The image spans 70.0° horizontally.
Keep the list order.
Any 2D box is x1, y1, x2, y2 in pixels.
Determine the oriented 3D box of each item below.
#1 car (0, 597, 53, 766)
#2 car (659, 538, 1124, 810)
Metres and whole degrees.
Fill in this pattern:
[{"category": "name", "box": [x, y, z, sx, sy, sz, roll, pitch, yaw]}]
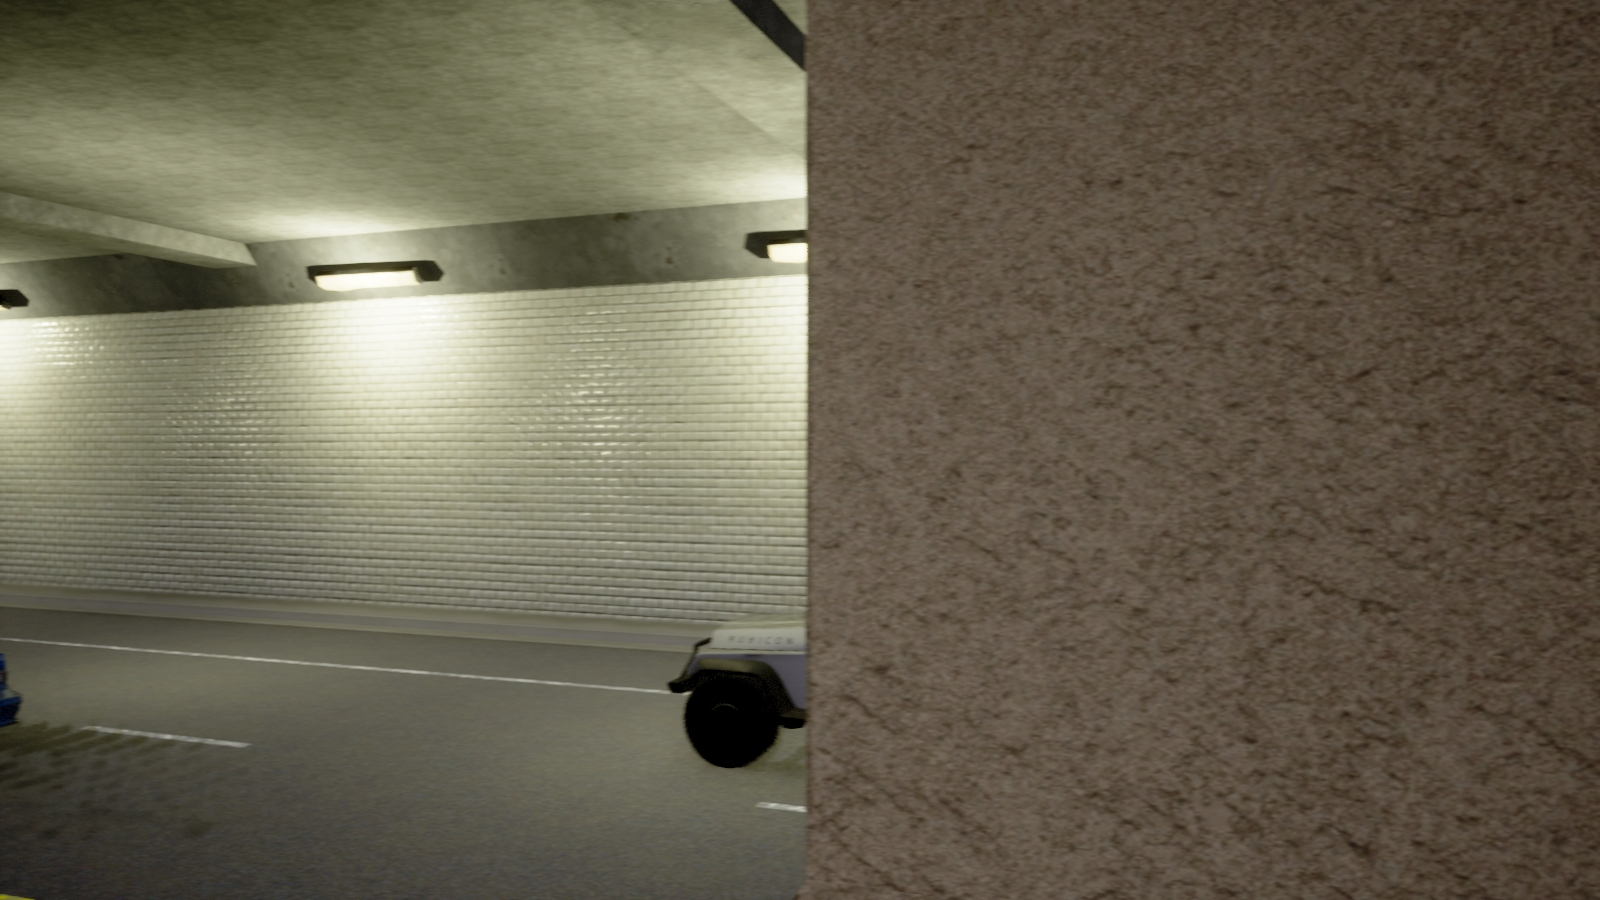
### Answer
[{"category": "car", "box": [-9.813, 2.106, 10.591, 5.357, 1.411, 2.033, 0, 0, 20]}, {"category": "car", "box": [0.885, 1.857, 10.424, 3.866, 1.878, 1.905, 0, 0, 20]}]
